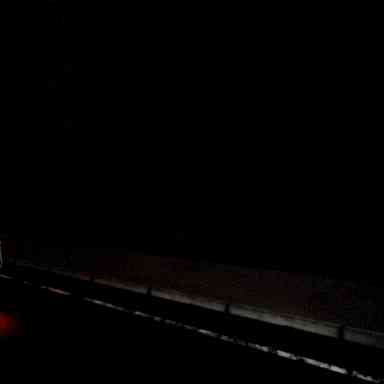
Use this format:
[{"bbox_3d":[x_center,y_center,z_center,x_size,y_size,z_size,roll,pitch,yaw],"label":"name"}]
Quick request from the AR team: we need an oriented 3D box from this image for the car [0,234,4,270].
[{"bbox_3d":[-7.221,1.355,8.866,5.566,2.045,2.150,-1,0,35],"label":"car"}]
